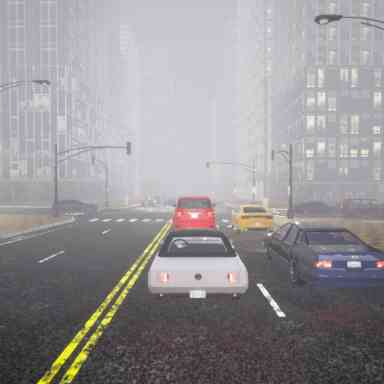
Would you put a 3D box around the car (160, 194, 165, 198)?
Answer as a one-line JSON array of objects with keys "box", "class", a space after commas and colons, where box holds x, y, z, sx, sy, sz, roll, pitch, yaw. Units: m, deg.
[{"box": [-6.492, 1.430, 60.449, 1.882, 1.535, 5.008, 0, 0, -1], "class": "car"}]

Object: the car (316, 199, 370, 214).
[{"box": [16.557, 1.589, 36.572, 5.008, 1.535, 1.882, 1, 1, 1], "class": "car"}]

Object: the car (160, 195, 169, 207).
[{"box": [-3.287, 1.527, 51.209, 1.994, 1.385, 4.181, 0, 0, 0], "class": "car"}]

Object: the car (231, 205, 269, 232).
[{"box": [3.373, 1.467, 19.206, 1.882, 1.535, 5.008, 0, 0, 1], "class": "car"}]

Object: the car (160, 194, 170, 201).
[{"box": [-6.419, 1.280, 80.649, 2.097, 1.767, 4.553, 0, 0, 0], "class": "car"}]

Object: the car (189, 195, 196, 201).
[{"box": [0.083, 1.439, 82.015, 1.812, 1.442, 4.674, 0, 0, 0], "class": "car"}]

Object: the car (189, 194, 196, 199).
[{"box": [0.093, 1.263, 92.017, 1.812, 1.442, 4.674, 0, 0, 0], "class": "car"}]

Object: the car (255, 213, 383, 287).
[{"box": [3.365, 1.543, 9.388, 2.033, 1.411, 5.357, 0, 0, 0], "class": "car"}]

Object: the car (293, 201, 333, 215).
[{"box": [12.597, 1.654, 33.443, 4.674, 1.442, 1.812, 1, 1, 1], "class": "car"}]

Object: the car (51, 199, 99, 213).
[{"box": [-11.993, 1.427, 34.287, 4.674, 1.442, 1.812, 0, 1, -6], "class": "car"}]

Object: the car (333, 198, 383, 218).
[{"box": [16.233, 1.518, 30.793, 5.009, 1.841, 2.192, 1, 0, 1], "class": "car"}]

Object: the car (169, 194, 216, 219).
[{"box": [0.118, 1.212, 18.119, 2.150, 2.045, 5.566, 0, 0, 0], "class": "car"}]

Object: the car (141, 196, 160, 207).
[{"box": [-6.543, 1.455, 50.775, 2.128, 1.511, 4.902, 0, 0, 0], "class": "car"}]

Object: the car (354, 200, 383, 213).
[{"box": [21.850, 1.641, 39.074, 4.829, 1.417, 1.752, 1, 0, 1], "class": "car"}]

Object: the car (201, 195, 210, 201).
[{"box": [3.334, 1.455, 81.595, 2.033, 1.411, 5.357, 0, 0, 0], "class": "car"}]

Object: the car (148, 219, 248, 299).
[{"box": [0.110, 1.597, 8.361, 1.895, 1.301, 4.718, 0, 0, 0], "class": "car"}]

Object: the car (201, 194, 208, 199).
[{"box": [3.343, 1.263, 92.013, 1.812, 1.442, 4.674, 0, 0, 0], "class": "car"}]

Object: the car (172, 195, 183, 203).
[{"box": [-3.178, 1.463, 71.558, 2.128, 1.511, 4.902, 0, 0, 0], "class": "car"}]
